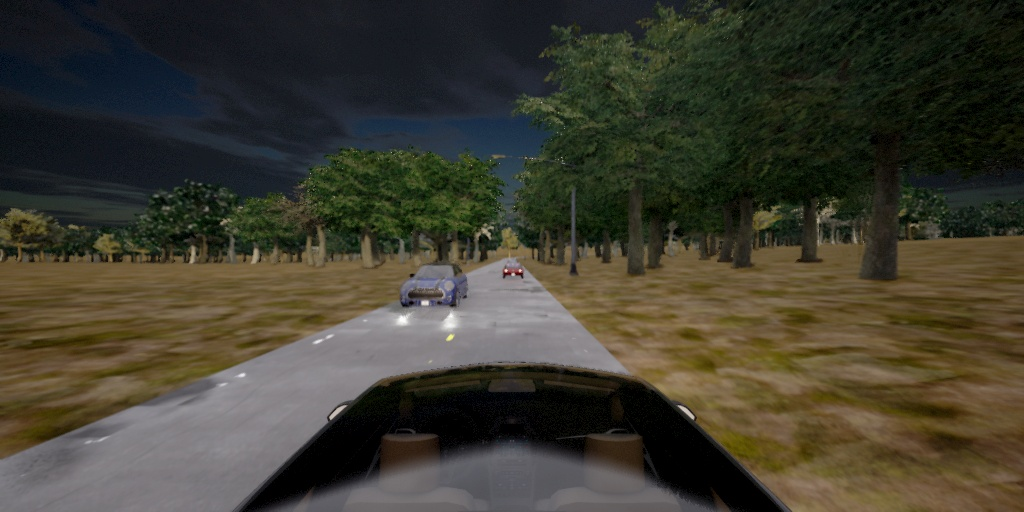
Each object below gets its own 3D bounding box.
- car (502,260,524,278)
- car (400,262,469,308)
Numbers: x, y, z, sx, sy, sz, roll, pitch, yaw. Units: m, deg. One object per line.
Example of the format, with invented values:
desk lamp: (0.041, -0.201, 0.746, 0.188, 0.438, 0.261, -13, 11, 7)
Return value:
car: (0.100, 1.282, 32.809, 1.895, 1.301, 4.718, 0, 0, 0)
car: (-3.073, 1.077, 14.995, 2.097, 1.767, 4.553, 0, 0, 0)
